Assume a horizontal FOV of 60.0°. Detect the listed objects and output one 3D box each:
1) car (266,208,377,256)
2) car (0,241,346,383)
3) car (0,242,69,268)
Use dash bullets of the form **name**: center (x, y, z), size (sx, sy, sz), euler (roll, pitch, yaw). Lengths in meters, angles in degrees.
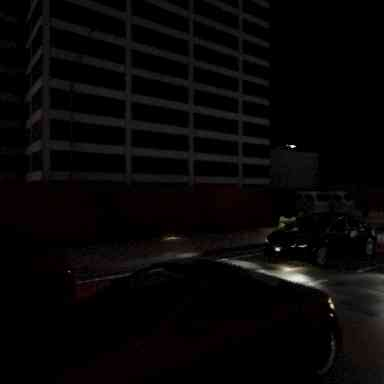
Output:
- **car**: center (4.615, 1.523, 11.657), size (4.892, 1.490, 1.837), euler (0, 0, -35)
- **car**: center (-0.107, 1.570, 3.922), size (4.181, 1.385, 1.994), euler (0, 0, -36)
- **car**: center (-4.254, 1.534, 5.214), size (4.674, 1.442, 1.812), euler (0, 0, -36)
